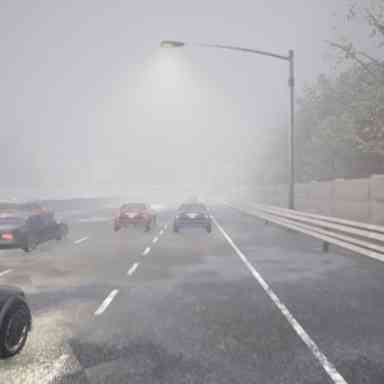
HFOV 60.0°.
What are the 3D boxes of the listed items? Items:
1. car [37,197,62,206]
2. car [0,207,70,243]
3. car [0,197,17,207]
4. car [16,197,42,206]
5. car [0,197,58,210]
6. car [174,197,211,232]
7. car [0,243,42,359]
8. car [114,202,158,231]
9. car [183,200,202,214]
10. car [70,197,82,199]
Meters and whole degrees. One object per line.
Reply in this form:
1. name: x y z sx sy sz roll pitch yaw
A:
1. car: -24.446 1.668 57.270 2.033 1.411 5.357 0 0 0
2. car: -6.886 1.567 13.800 2.033 1.411 5.357 0 0 0
3. car: -31.454 1.596 55.383 1.882 1.535 5.008 0 0 1
4. car: -27.951 1.619 57.253 2.128 1.511 4.902 0 0 0
5. car: -10.378 1.382 20.746 2.097 1.767 4.553 0 0 0
6. car: 0.024 1.375 20.328 2.097 1.767 4.553 0 0 0
7. car: -3.396 1.570 3.343 1.994 1.385 4.181 0 0 0
8. car: -3.377 1.378 20.738 2.097 1.767 4.553 0 0 0
9. car: 0.043 1.597 37.028 2.033 1.411 5.357 0 0 0
10. car: -20.950 1.625 59.806 1.837 1.490 4.892 0 0 1
